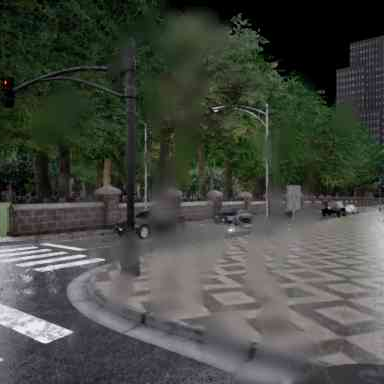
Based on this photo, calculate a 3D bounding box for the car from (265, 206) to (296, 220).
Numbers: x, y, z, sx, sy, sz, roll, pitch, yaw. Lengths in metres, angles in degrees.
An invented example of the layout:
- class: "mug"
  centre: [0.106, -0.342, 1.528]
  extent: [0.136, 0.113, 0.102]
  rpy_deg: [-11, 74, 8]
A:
- class: "car"
  centre: [10.106, 2.331, 37.571]
  extent: [2.033, 1.411, 5.357]
  rpy_deg: [0, -1, 36]

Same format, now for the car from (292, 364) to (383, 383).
- class: "car"
  centre: [2.390, 1.551, 1.252]
  extent: [4.403, 1.369, 2.008]
  rpy_deg: [0, 0, 36]

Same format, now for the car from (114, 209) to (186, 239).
- class: "car"
  centre: [-2.390, 1.813, 19.982]
  extent: [1.882, 1.535, 5.008]
  rpy_deg: [0, -1, 36]

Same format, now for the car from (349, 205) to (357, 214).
- class: "car"
  centre: [25.294, 2.771, 53.468]
  extent: [1.812, 1.442, 4.674]
  rpy_deg: [0, -1, 35]

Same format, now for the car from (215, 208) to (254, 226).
- class: "car"
  centre: [3.677, 2.114, 28.529]
  extent: [1.994, 1.385, 4.181]
  rpy_deg: [0, -1, 36]

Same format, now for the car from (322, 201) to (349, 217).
- class: "car"
  centre: [19.155, 2.238, 44.813]
  extent: [2.150, 2.045, 5.566]
  rpy_deg: [0, -1, 35]
